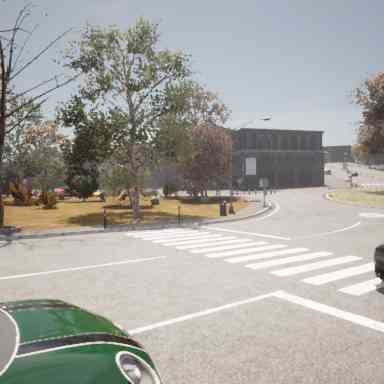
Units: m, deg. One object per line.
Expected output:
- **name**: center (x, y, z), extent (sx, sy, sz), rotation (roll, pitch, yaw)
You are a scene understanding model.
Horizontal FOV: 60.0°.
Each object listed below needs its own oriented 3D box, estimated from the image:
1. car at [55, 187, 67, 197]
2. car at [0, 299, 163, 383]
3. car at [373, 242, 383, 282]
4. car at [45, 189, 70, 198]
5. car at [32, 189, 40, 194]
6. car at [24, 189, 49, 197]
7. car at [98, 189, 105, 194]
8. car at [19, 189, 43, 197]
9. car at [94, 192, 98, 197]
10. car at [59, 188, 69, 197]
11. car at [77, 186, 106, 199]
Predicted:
- **car**: center (-26.238, 0.061, 69.101), extent (2.435, 2.045, 5.566), rotation (0, 2, 17)
- **car**: center (-2.381, 1.352, 2.043), extent (4.553, 1.767, 2.097), rotation (0, 0, -36)
- **car**: center (6.425, 1.471, 8.261), extent (4.892, 1.490, 1.837), rotation (-1, 0, -34)
- **car**: center (-28.585, 0.294, 70.958), extent (2.231, 1.521, 4.892), rotation (-1, 2, 18)
- **car**: center (-33.267, 0.102, 74.604), extent (2.185, 1.767, 4.553), rotation (0, 2, 18)
- **car**: center (-35.634, 0.194, 76.308), extent (1.946, 1.575, 5.366), rotation (0, 3, 18)
- **car**: center (-14.385, 0.125, 60.127), extent (2.185, 1.767, 4.553), rotation (-2, 2, 16)
- **car**: center (-37.889, 0.150, 78.347), extent (2.097, 1.535, 5.008), rotation (0, 3, 19)
- **car**: center (-16.799, 0.286, 61.753), extent (1.946, 1.575, 5.366), rotation (-1, 2, 17)
- **car**: center (-23.875, 0.351, 67.296), extent (2.163, 1.488, 4.792), rotation (-1, 2, 17)
- **car**: center (-19.139, 0.054, 63.744), extent (2.435, 2.045, 5.566), rotation (-2, 2, 17)
